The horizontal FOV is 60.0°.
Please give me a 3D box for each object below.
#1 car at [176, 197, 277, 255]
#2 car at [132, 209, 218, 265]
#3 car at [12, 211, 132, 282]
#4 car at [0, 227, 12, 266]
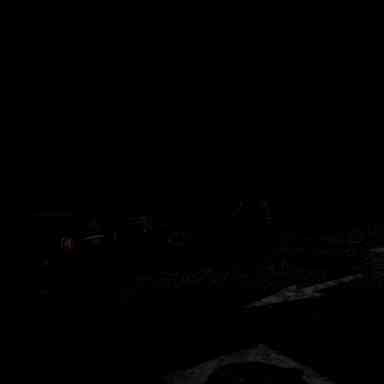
[{"bbox_3d":[0.579,1.235,13.461,5.566,2.045,2.435,-1,-1,35],"label":"car"},{"bbox_3d":[-1.856,1.487,11.702,4.892,1.521,2.231,-1,-1,34],"label":"car"},{"bbox_3d":[-4.290,1.360,9.923,4.553,1.767,2.185,-1,0,34],"label":"car"},{"bbox_3d":[-6.798,1.361,8.208,4.553,1.767,2.185,-1,-1,34],"label":"car"}]
